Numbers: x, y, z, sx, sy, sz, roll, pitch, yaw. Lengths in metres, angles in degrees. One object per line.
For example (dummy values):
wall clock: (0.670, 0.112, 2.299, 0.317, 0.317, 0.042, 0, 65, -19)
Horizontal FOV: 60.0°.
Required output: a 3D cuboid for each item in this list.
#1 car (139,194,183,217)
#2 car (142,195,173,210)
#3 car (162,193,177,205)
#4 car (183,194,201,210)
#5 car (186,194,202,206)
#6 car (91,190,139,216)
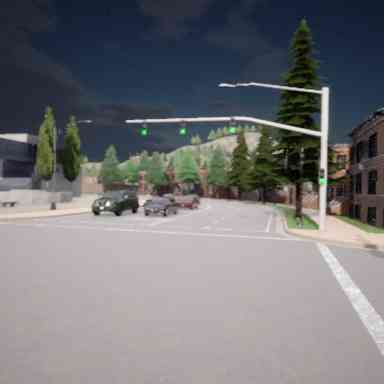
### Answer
car: (-2.492, 1.202, 28.116, 1.837, 1.490, 4.892, 1, 1, 14)
car: (-3.831, 1.134, 37.730, 2.033, 1.411, 5.357, 1, 1, 10)
car: (-3.312, 0.985, 48.141, 1.882, 1.535, 5.008, 1, 0, -6)
car: (-0.491, 1.139, 37.084, 1.882, 1.535, 5.008, 1, 1, 10)
car: (0.183, 1.088, 47.752, 1.837, 1.490, 4.892, 1, 0, -5)
car: (-6.189, 0.846, 27.752, 2.150, 2.045, 5.566, 1, 1, 13)
